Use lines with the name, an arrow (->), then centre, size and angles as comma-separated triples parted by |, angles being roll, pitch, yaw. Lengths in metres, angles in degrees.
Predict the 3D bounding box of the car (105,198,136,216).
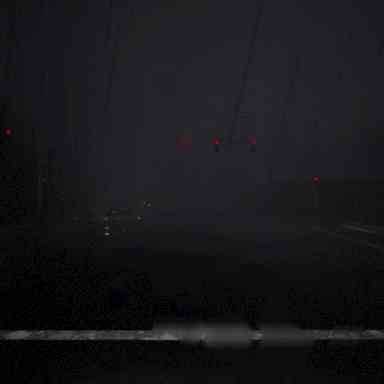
car -> -7.093, 1.543, 32.537 | 1.812, 1.442, 4.674 | 0, 0, 0

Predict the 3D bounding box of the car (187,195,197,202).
car -> 0.005, 1.452, 73.872 | 1.994, 1.385, 4.181 | 0, 0, 0

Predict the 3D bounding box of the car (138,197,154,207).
car -> -7.087, 1.532, 51.665 | 1.837, 1.490, 4.892 | 0, 0, 0

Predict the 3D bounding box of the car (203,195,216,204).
car -> 3.609, 1.581, 64.228 | 2.033, 1.411, 5.357 | 0, 0, 0

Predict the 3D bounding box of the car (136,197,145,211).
car -> -7.091, 1.500, 42.174 | 1.882, 1.535, 5.008 | 0, 0, 0

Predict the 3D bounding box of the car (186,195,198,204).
car -> 0.004, 1.538, 63.762 | 1.837, 1.490, 4.892 | 0, 0, 0

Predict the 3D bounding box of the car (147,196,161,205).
car -> -7.059, 1.524, 62.074 | 2.128, 1.511, 4.902 | 0, 0, 0

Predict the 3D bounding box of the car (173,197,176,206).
car -> -3.591, 1.588, 45.533 | 1.994, 1.385, 4.181 | 0, 0, 0

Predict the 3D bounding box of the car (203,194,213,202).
car -> 3.507, 1.394, 74.451 | 2.097, 1.767, 4.553 | 0, 0, 0

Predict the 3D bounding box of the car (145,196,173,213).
car -> -3.587, 1.371, 36.606 | 2.097, 1.767, 4.553 | 0, 0, 0
